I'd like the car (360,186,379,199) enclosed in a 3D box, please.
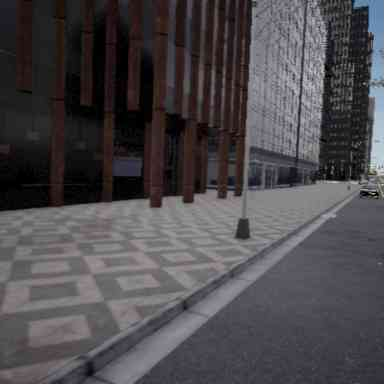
[{"bbox_3d":[20.025,0.005,37.482,1.895,1.301,4.718,4,4,29],"label":"car"}]
